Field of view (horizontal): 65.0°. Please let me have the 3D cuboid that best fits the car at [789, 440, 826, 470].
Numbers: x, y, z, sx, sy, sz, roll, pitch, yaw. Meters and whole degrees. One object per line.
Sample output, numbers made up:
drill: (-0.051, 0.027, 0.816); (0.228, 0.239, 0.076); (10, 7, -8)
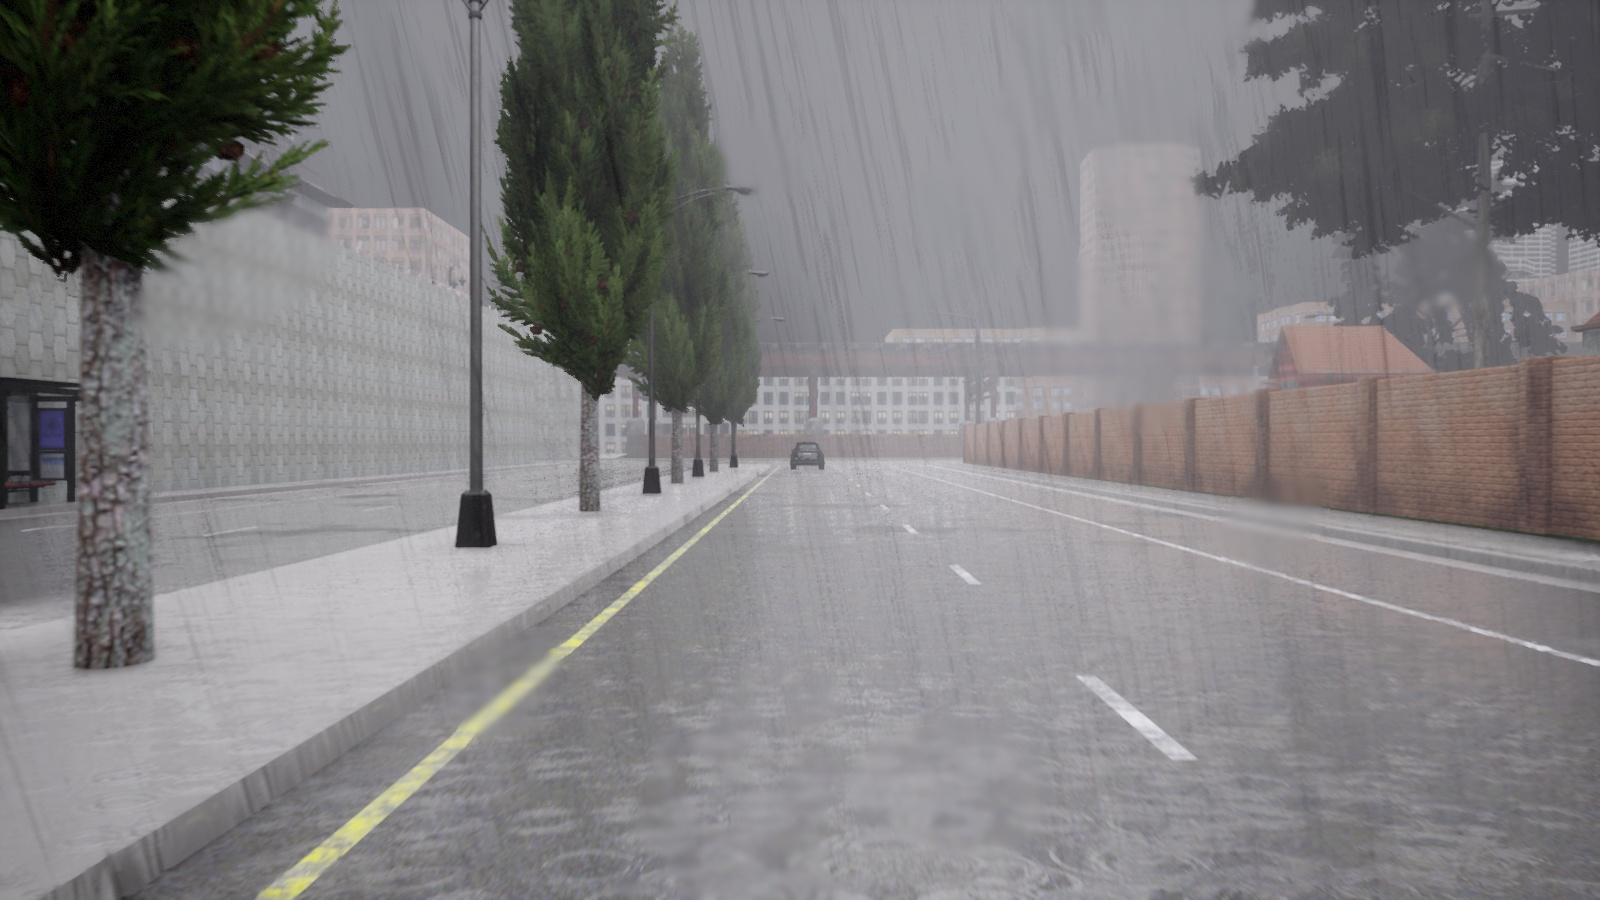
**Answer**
car: (0.428, 0.268, 72.554); (2.033, 1.649, 4.856); (0, 0, 0)
